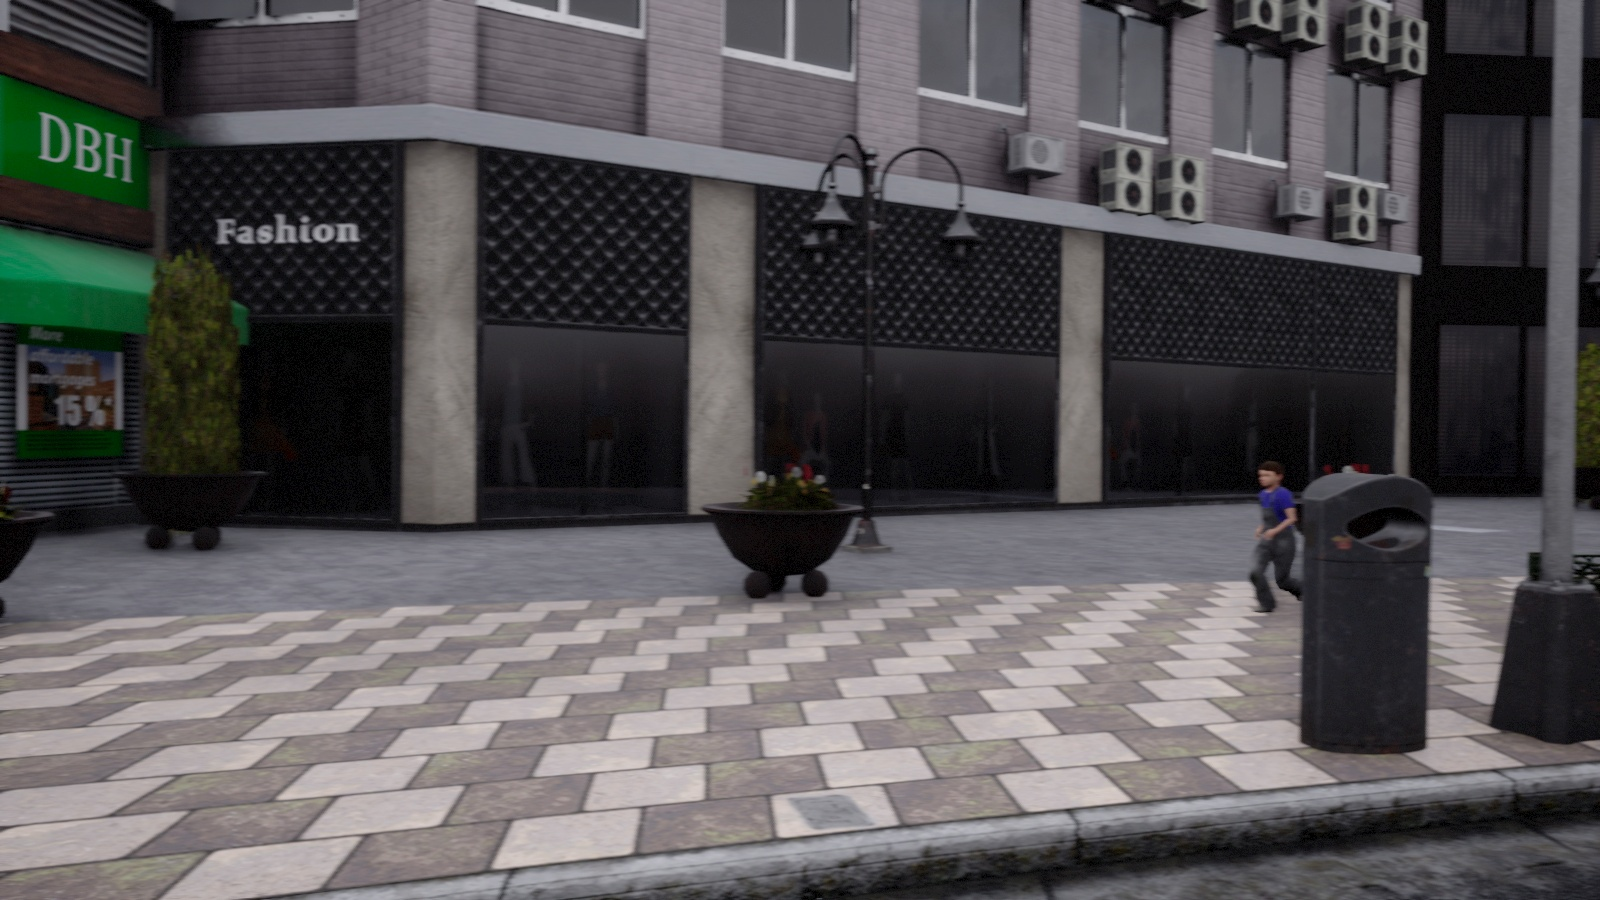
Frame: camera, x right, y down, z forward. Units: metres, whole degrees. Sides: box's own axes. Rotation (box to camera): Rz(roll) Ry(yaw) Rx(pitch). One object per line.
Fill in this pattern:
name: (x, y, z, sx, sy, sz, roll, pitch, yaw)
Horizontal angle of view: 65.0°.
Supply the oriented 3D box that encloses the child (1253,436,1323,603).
child: (3.785, 0.528, 9.740, 0.437, 1.263, 0.270, -1, 1, -23)
